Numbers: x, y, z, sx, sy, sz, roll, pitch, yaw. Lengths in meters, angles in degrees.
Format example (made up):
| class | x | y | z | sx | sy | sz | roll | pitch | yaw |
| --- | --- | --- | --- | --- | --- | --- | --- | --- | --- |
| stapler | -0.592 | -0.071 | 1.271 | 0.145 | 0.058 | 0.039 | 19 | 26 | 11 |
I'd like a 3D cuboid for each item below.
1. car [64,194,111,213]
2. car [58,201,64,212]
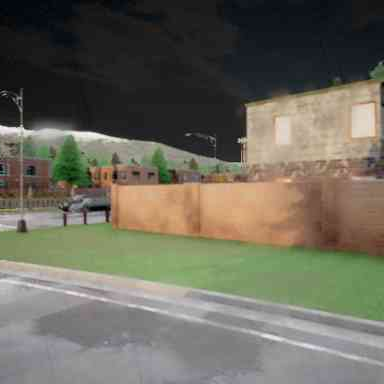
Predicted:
| class | x | y | z | sx | sy | sz | roll | pitch | yaw |
| --- | --- | --- | --- | --- | --- | --- | --- | --- | --- |
| car | -10.207 | 1.353 | 34.043 | 2.097 | 1.767 | 4.553 | 0 | 0 | 39 |
| car | -12.065 | 1.227 | 37.314 | 2.150 | 2.045 | 5.566 | 0 | 0 | 39 |
